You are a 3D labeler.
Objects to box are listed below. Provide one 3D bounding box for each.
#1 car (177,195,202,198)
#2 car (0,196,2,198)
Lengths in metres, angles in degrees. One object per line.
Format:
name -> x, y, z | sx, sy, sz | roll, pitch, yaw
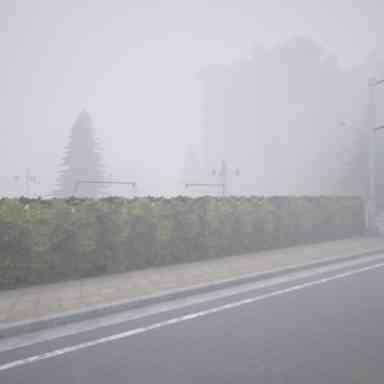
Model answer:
car -> 0.165, 1.313, 36.428 | 2.150, 2.045, 5.566 | 0, 0, -36
car -> -40.368, 1.416, 67.183 | 3.633, 1.501, 1.845 | 0, 0, -37
